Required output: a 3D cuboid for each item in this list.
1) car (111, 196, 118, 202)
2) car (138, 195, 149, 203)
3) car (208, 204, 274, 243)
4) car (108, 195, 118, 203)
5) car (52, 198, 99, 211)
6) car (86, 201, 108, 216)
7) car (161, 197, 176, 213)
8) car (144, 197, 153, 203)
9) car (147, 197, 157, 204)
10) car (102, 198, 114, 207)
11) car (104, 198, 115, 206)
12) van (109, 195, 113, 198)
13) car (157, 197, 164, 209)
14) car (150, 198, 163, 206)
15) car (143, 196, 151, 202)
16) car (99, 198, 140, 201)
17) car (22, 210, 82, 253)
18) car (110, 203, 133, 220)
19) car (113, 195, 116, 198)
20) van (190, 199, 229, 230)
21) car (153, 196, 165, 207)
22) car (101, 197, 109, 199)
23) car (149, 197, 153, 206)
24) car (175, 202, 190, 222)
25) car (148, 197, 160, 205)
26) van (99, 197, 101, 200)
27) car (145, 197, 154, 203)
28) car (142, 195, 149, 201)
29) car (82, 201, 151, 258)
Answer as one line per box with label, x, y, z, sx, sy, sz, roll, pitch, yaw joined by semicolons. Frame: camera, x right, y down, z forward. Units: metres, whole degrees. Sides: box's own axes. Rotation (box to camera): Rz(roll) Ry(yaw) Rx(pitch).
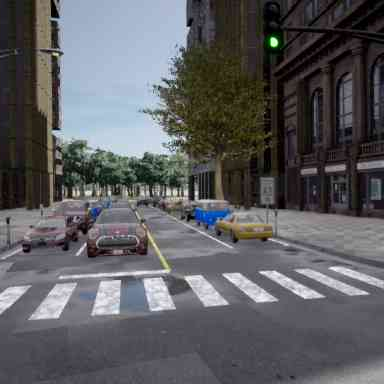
car;-21.497;1.987;92.229;1.752;1.417;4.829;-1;0;-11
car;-8.847;1.764;58.812;1.837;1.490;4.892;-1;0;-11
car;2.347;1.552;16.260;1.752;1.417;4.829;-1;0;-11
car;-19.313;1.735;81.257;2.192;1.841;5.009;-1;0;-11
car;-7.094;1.467;19.988;2.192;1.841;5.009;-1;0;-11
car;-10.421;1.786;36.698;2.008;1.369;4.403;-1;0;-11
car;-2.096;1.666;38.539;1.752;1.417;4.829;-1;0;-11
car;-10.948;1.890;82.928;1.947;1.339;4.313;-1;0;-11
car;-8.726;1.863;71.789;1.802;1.307;4.206;-1;0;-11
car;-14.864;1.875;58.977;1.887;1.381;4.507;-1;0;-11
car;-15.974;1.935;64.547;1.802;1.307;4.206;-1;0;-11
van;-12.647;1.625;47.838;1.690;1.788;3.998;-1;0;-11
car;-3.173;1.709;43.942;1.887;1.381;4.507;-1;0;-11
car;-6.505;1.786;60.650;2.008;1.369;4.403;-1;0;-11
car;-12.093;1.872;88.663;1.752;1.417;4.829;-1;0;-11
car;-4.756;1.482;21.944;2.097;1.767;4.553;-1;0;-11
car;-5.977;1.703;14.417;1.802;1.307;4.206;-1;0;-11
car;-6.525;1.776;30.839;1.895;1.301;4.718;-1;0;-11
car;-13.756;1.747;53.408;1.967;1.590;4.097;-1;0;-11
van;1.265;1.398;21.664;1.690;1.788;3.998;-1;0;-11
car;-4.284;1.739;49.511;2.008;1.369;4.403;-1;0;-11
car;-9.315;1.524;31.128;2.192;1.841;5.009;-1;0;-11
car;-5.399;1.527;55.081;2.192;1.841;5.009;-1;0;-11
car;0.160;1.652;27.233;1.947;1.339;4.313;-1;0;-11
car;-7.616;1.809;66.219;2.008;1.369;4.403;-1;0;-11
van;-8.204;1.523;25.558;1.690;1.788;3.998;-1;0;-11
car;-9.872;1.829;77.525;1.752;1.417;4.829;-1;0;-11
car;-13.172;1.807;94.066;1.967;1.590;4.097;-1;0;-11
car;-2.979;1.433;13.313;2.097;1.767;4.553;-1;0;-13
